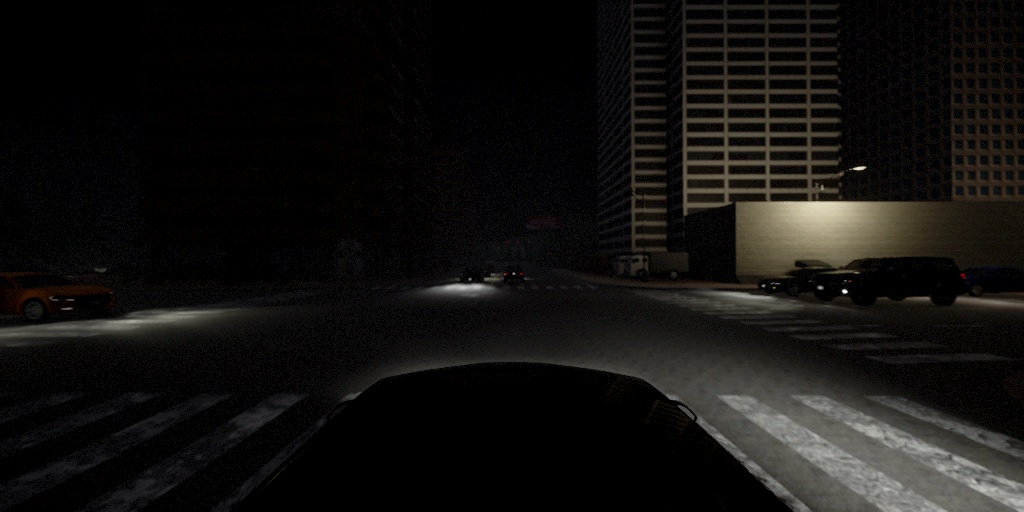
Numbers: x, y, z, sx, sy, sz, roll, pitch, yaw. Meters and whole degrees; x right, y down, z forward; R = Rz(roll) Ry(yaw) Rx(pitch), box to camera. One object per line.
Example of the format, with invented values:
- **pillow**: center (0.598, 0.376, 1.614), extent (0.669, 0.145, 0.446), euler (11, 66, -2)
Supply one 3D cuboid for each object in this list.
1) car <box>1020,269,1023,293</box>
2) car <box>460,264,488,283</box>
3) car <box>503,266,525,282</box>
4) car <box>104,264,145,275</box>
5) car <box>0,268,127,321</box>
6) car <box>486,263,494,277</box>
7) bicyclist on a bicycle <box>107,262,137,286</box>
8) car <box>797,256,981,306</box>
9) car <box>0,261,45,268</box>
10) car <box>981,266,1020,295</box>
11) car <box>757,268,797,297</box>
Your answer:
- **car**: center (26.267, 1.282, 15.735), extent (5.008, 1.535, 1.882), euler (0, -1, 0)
- **car**: center (-3.496, 1.644, 32.039), extent (1.895, 1.301, 4.718), euler (0, -1, 0)
- **car**: center (0.171, 1.594, 32.716), extent (2.033, 1.411, 5.357), euler (0, -1, 0)
- **car**: center (-47.312, 1.709, 44.303), extent (1.994, 1.385, 4.181), euler (0, -1, 0)
- **car**: center (-16.459, 1.287, 12.104), extent (5.008, 1.535, 1.882), euler (0, -1, 1)
- **car**: center (-3.496, 1.610, 41.352), extent (1.882, 1.535, 5.008), euler (0, -1, 0)
- **bicyclist on a bicycle**: center (-26.468, 1.236, 24.357), extent (0.582, 1.620, 1.656), euler (0, 0, 10)
- **car**: center (16.279, 1.036, 15.740), extent (5.566, 2.045, 2.150), euler (0, -1, 0)
- **car**: center (-49.896, 1.424, 36.381), extent (2.097, 1.767, 4.553), euler (0, -1, -14)
- **car**: center (25.391, 1.317, 19.235), extent (5.008, 1.535, 1.882), euler (0, -1, 0)
- **car**: center (15.901, 1.352, 19.239), extent (4.892, 1.490, 1.837), euler (0, -1, 0)
